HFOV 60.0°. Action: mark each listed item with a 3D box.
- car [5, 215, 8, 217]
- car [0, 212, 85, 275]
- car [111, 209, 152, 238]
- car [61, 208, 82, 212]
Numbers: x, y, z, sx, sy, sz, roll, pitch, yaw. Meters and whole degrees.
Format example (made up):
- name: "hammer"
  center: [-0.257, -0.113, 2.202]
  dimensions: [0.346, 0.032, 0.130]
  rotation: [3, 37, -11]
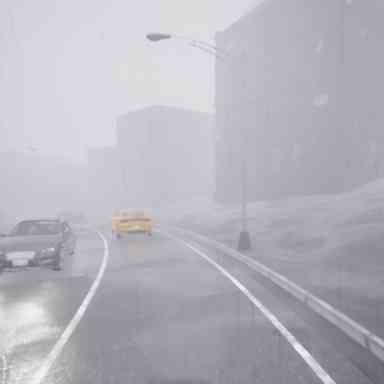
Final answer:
- name: "car"
  center: [-27.075, 3.476, 45.568]
  dimensions: [4.718, 1.301, 1.895]
  rotation: [-4, -1, 37]
- name: "car"
  center: [-5.084, 1.655, 11.220]
  dimensions: [2.128, 1.511, 4.902]
  rotation: [-1, -1, -12]
- name: "car"
  center: [-3.661, 1.730, 19.644]
  dimensions: [1.882, 1.535, 5.008]
  rotation: [-1, -1, -18]
- name: "car"
  center: [-13.688, 2.498, 37.556]
  dimensions: [1.994, 1.385, 4.181]
  rotation: [-2, -1, -38]
